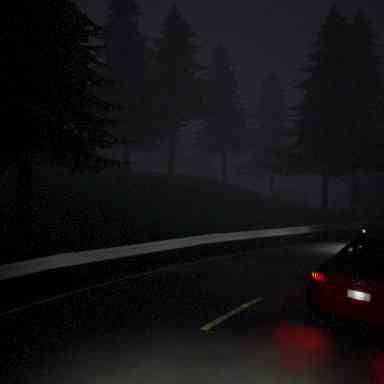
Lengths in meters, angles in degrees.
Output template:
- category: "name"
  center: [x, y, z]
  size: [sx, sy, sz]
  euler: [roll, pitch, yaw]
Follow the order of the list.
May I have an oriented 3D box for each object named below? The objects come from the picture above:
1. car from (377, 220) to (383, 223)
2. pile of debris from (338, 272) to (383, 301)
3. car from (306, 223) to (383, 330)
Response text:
- category: "car"
  center: [9.889, 1.570, 14.718]
  size: [5.357, 1.411, 2.033]
  euler: [0, 0, -27]
- category: "pile of debris"
  center: [4.538, 2.185, 7.609]
  size: [1.860, 0.140, 1.500]
  euler: [0, 0, -39]
- category: "car"
  center: [3.970, 1.568, 6.600]
  size: [1.994, 1.385, 4.181]
  euler: [1, 1, 44]
